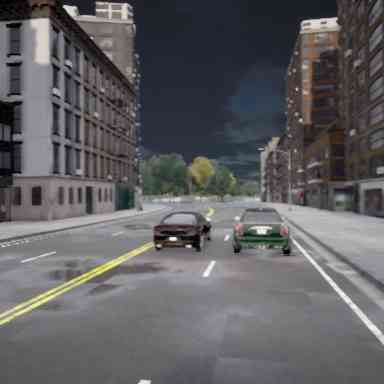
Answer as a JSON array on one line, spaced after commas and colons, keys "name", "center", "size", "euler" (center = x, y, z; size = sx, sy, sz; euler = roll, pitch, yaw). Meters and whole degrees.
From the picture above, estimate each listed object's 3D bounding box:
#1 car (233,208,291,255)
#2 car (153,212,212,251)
[{"name": "car", "center": [2.852, 1.443, 13.928], "size": [2.097, 1.767, 4.553], "euler": [-1, -1, 10]}, {"name": "car", "center": [-0.273, 1.609, 14.887], "size": [1.882, 1.535, 5.008], "euler": [-1, 0, 10]}]
